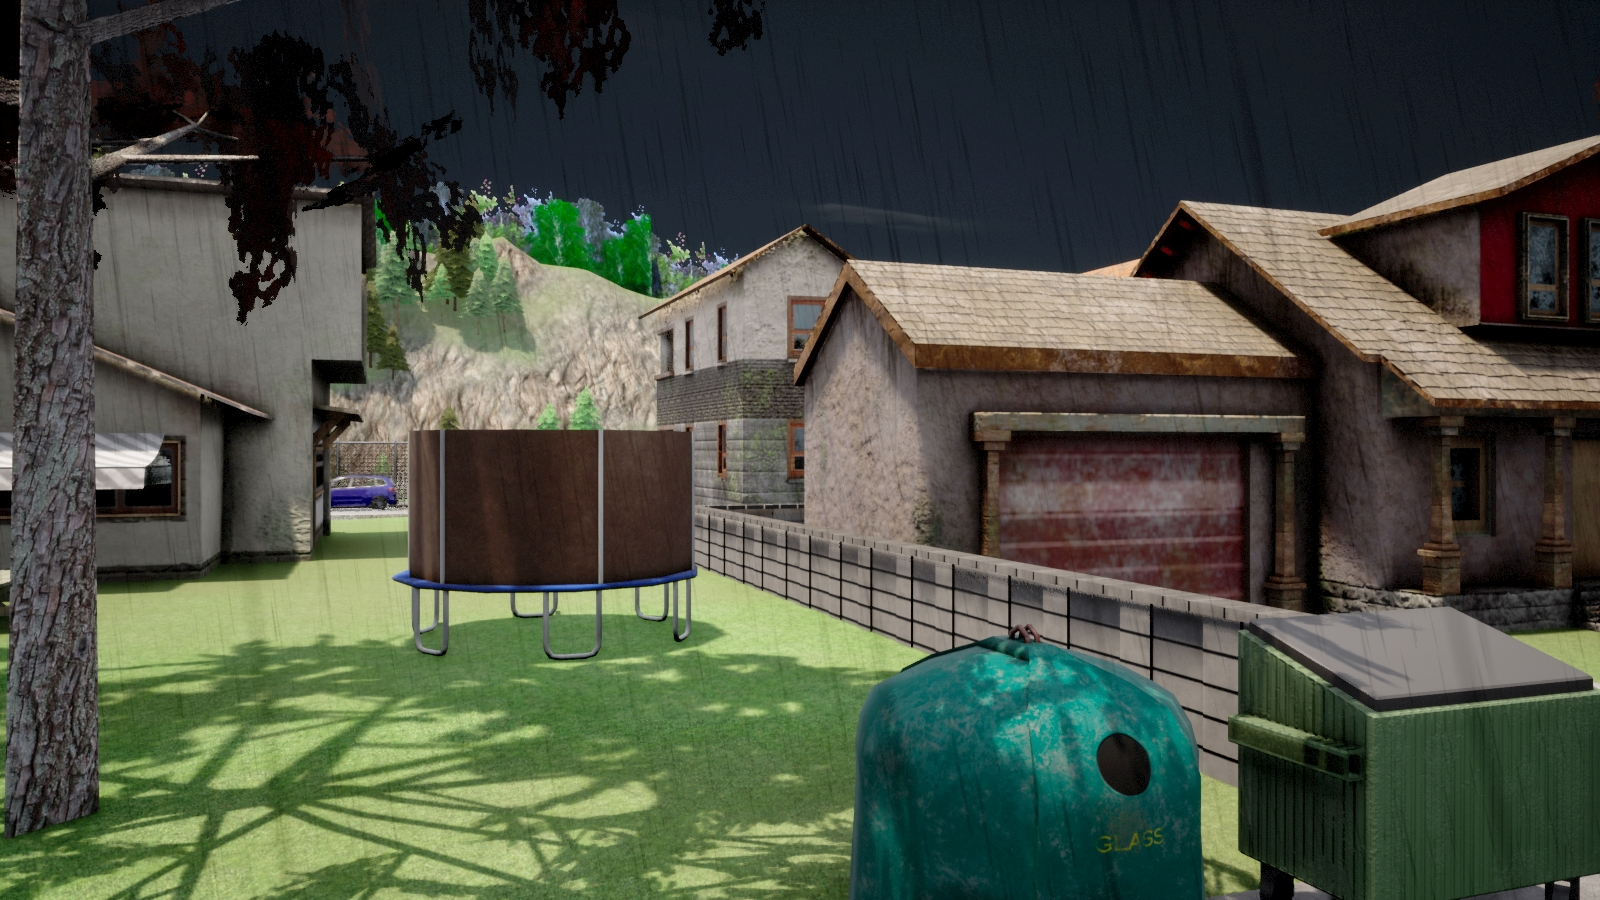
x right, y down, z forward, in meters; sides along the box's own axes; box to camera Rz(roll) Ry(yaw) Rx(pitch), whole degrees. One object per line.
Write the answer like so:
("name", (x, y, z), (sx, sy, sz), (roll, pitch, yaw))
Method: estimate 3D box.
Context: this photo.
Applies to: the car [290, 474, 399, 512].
("car", (-21.108, 1.968, 53.112), (4.611, 1.667, 2.242), (0, 0, -20))
